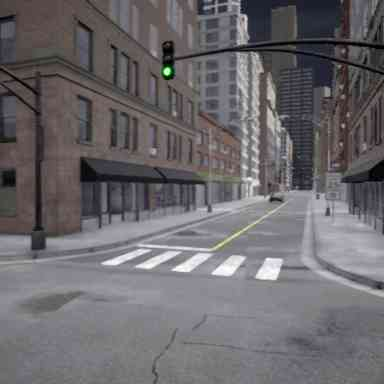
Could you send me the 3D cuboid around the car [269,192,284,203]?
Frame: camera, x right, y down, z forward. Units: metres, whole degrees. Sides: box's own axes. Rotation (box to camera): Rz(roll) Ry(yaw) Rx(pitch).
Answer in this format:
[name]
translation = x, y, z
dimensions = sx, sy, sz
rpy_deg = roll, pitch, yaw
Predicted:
[car]
translation = 12.867, 0.804, 50.307
dimensions = 1.882, 1.535, 5.008
rpy_deg = 0, 1, 20
